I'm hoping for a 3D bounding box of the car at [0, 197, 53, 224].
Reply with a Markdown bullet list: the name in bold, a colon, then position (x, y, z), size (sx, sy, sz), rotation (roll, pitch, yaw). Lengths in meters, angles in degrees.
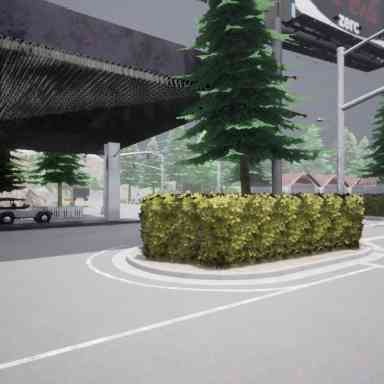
- **car**: position (-11.996, 1.313, 23.467), size (3.866, 1.878, 1.905), rotation (0, 0, -36)
